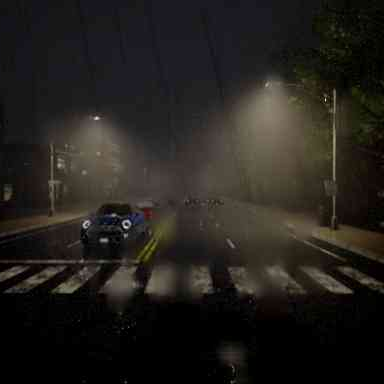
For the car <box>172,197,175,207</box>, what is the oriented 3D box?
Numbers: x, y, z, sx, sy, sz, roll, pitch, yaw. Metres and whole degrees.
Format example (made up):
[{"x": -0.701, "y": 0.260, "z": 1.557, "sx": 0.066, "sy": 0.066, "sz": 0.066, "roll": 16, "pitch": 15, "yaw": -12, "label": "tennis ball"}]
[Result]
[{"x": -3.324, "y": 1.291, "z": 45.102, "sx": 1.895, "sy": 1.301, "sz": 4.718, "roll": 0, "pitch": 0, "yaw": 1, "label": "car"}]

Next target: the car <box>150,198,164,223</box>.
[{"x": -3.361, "y": 1.399, "z": 24.012, "sx": 1.994, "sy": 1.385, "sz": 4.181, "roll": 0, "pitch": 0, "yaw": 0, "label": "car"}]

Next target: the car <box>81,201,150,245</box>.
[{"x": -3.357, "y": 1.249, "z": 14.956, "sx": 2.097, "sy": 1.767, "sz": 4.553, "roll": 0, "pitch": 0, "yaw": 0, "label": "car"}]

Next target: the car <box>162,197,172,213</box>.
[{"x": -3.361, "y": 1.369, "z": 33.856, "sx": 1.895, "sy": 1.301, "sz": 4.718, "roll": 0, "pitch": 0, "yaw": 0, "label": "car"}]

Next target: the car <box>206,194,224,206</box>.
[{"x": 3.330, "y": 1.282, "z": 46.627, "sx": 1.895, "sy": 1.301, "sz": 4.718, "roll": 0, "pitch": 0, "yaw": 0, "label": "car"}]

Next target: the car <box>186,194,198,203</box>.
[{"x": -0.014, "y": 1.148, "z": 58.075, "sx": 2.033, "sy": 1.411, "sz": 5.357, "roll": 0, "pitch": 0, "yaw": 0, "label": "car"}]

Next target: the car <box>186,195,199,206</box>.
[{"x": 0.077, "y": 1.273, "z": 47.876, "sx": 1.895, "sy": 1.301, "sz": 4.718, "roll": 0, "pitch": 0, "yaw": 0, "label": "car"}]
